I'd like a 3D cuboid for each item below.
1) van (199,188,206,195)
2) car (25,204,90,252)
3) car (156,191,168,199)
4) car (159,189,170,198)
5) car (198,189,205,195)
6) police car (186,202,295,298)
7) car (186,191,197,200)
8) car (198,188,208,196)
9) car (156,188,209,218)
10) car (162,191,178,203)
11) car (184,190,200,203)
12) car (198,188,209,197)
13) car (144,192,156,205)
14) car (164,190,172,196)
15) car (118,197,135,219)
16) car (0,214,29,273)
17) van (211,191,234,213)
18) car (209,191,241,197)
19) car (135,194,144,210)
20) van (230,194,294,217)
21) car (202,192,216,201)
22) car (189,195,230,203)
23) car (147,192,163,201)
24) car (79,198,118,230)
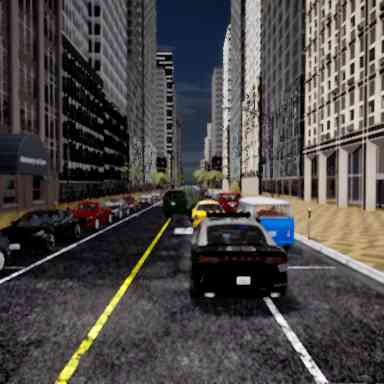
[{"bbox_3d":[2.592,-0.086,86.771,1.690,1.788,3.998,-1,1,0],"label":"van"},{"bbox_3d":[-5.712,1.353,12.888,1.947,1.339,4.313,-1,1,0],"label":"car"},{"bbox_3d":[-5.764,0.530,64.034,1.802,1.307,4.206,-1,1,0],"label":"car"},{"bbox_3d":[-5.771,0.295,69.715,1.967,1.590,4.097,-1,1,0],"label":"car"},{"bbox_3d":[2.587,-0.081,92.455,1.967,1.590,4.097,-1,1,0],"label":"car"},{"bbox_3d":[0.890,1.286,8.349,1.930,1.638,5.238,0,1,0],"label":"police car"},{"bbox_3d":[-0.061,0.591,59.245,1.994,1.385,4.181,0,1,0],"label":"car"},{"bbox_3d":[2.597,-0.018,81.088,2.192,1.841,5.009,-1,1,0],"label":"car"},{"bbox_3d":[-0.169,0.815,24.618,2.150,2.045,5.566,0,1,24],"label":"car"},{"bbox_3d":[-3.083,0.700,47.303,1.882,1.535,5.008,0,1,0],"label":"car"},{"bbox_3d":[-0.027,0.594,46.123,2.097,1.767,4.553,0,1,0],"label":"car"},{"bbox_3d":[2.602,0.076,75.405,2.192,1.841,5.009,-1,1,0],"label":"car"},{"bbox_3d":[-5.741,0.872,41.303,2.008,1.369,4.403,-1,1,0],"label":"car"},{"bbox_3d":[-5.781,0.196,80.913,1.752,1.417,4.829,-1,1,0],"label":"car"},{"bbox_3d":[-5.724,1.152,24.254,2.008,1.369,4.403,-1,1,0],"label":"car"},{"bbox_3d":[-5.707,1.431,7.205,2.008,1.369,4.403,-1,1,0],"label":"car"},{"bbox_3d":[2.649,0.848,29.942,1.690,1.788,3.998,-1,1,0],"label":"van"},{"bbox_3d":[2.654,0.915,24.259,2.192,1.841,5.009,-1,1,0],"label":"car"},{"bbox_3d":[-5.729,1.090,29.937,1.802,1.307,4.206,-1,1,0],"label":"car"},{"bbox_3d":[2.666,1.128,12.893,1.690,1.788,3.998,-1,1,0],"label":"van"},{"bbox_3d":[2.628,0.685,52.676,2.008,1.369,4.403,-1,1,0],"label":"car"},{"bbox_3d":[0.880,1.152,18.428,1.801,1.575,5.366,0,1,0],"label":"car"},{"bbox_3d":[-5.752,0.686,52.668,2.008,1.369,4.403,-1,1,0],"label":"car"},{"bbox_3d":[-5.718,1.239,18.571,1.887,1.381,4.507,-1,1,0],"label":"car"}]
